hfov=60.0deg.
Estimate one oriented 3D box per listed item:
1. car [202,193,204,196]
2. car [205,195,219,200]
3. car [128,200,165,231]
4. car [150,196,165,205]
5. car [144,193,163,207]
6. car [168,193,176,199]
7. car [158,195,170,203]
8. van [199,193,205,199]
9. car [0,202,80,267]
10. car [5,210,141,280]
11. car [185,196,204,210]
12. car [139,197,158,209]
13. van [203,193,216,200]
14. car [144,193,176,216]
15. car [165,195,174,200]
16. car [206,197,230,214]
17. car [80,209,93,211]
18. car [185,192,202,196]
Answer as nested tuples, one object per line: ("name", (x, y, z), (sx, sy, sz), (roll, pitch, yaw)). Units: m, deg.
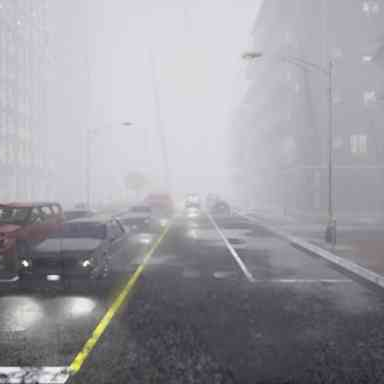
("car", (2.453, 1.238, 73.080), (1.801, 1.575, 5.366), (0, 0, 0))
("car", (2.743, 1.394, 38.547), (1.752, 1.417, 4.829), (0, 0, 0))
("car", (-3.070, 1.475, 20.516), (2.033, 1.411, 5.357), (0, 0, 0))
("car", (-5.615, 1.374, 54.958), (2.008, 1.369, 4.403), (0, 0, 0))
("car", (-5.623, 1.153, 49.434), (2.192, 1.841, 5.009), (0, 0, 0))
("car", (-5.562, 1.178, 93.618), (1.967, 1.590, 4.097), (0, 0, 0))
("car", (-5.600, 1.347, 66.004), (2.008, 1.369, 4.403), (0, 0, 0))
("van", (2.819, 1.079, 93.605), (1.690, 1.788, 3.998), (0, 0, 0))
("car", (-5.676, 1.276, 10.774), (2.192, 1.841, 5.009), (0, 0, 0))
("car", (-3.086, 1.511, 10.063), (2.033, 1.411, 5.357), (0, 0, 0))
("car", (0.158, 1.463, 40.683), (1.895, 1.301, 4.718), (0, 0, 0))
("car", (-5.630, 1.419, 43.913), (1.947, 1.339, 4.313), (0, 0, 0))
("van", (2.750, 1.194, 43.900), (1.690, 1.788, 3.998), (0, 0, 0))
("car", (-3.008, 1.113, 31.158), (2.150, 2.045, 5.566), (0, 0, 3))
("car", (-5.577, 1.325, 82.572), (1.947, 1.339, 4.313), (0, 0, 0))
("car", (2.736, 1.452, 32.854), (1.947, 1.339, 4.313), (0, 0, 0))
("car", (-5.668, 1.508, 16.298), (1.947, 1.339, 4.313), (0, 0, 0))
("car", (0.072, 1.056, 50.640), (2.150, 2.045, 5.566), (0, 0, 0))
